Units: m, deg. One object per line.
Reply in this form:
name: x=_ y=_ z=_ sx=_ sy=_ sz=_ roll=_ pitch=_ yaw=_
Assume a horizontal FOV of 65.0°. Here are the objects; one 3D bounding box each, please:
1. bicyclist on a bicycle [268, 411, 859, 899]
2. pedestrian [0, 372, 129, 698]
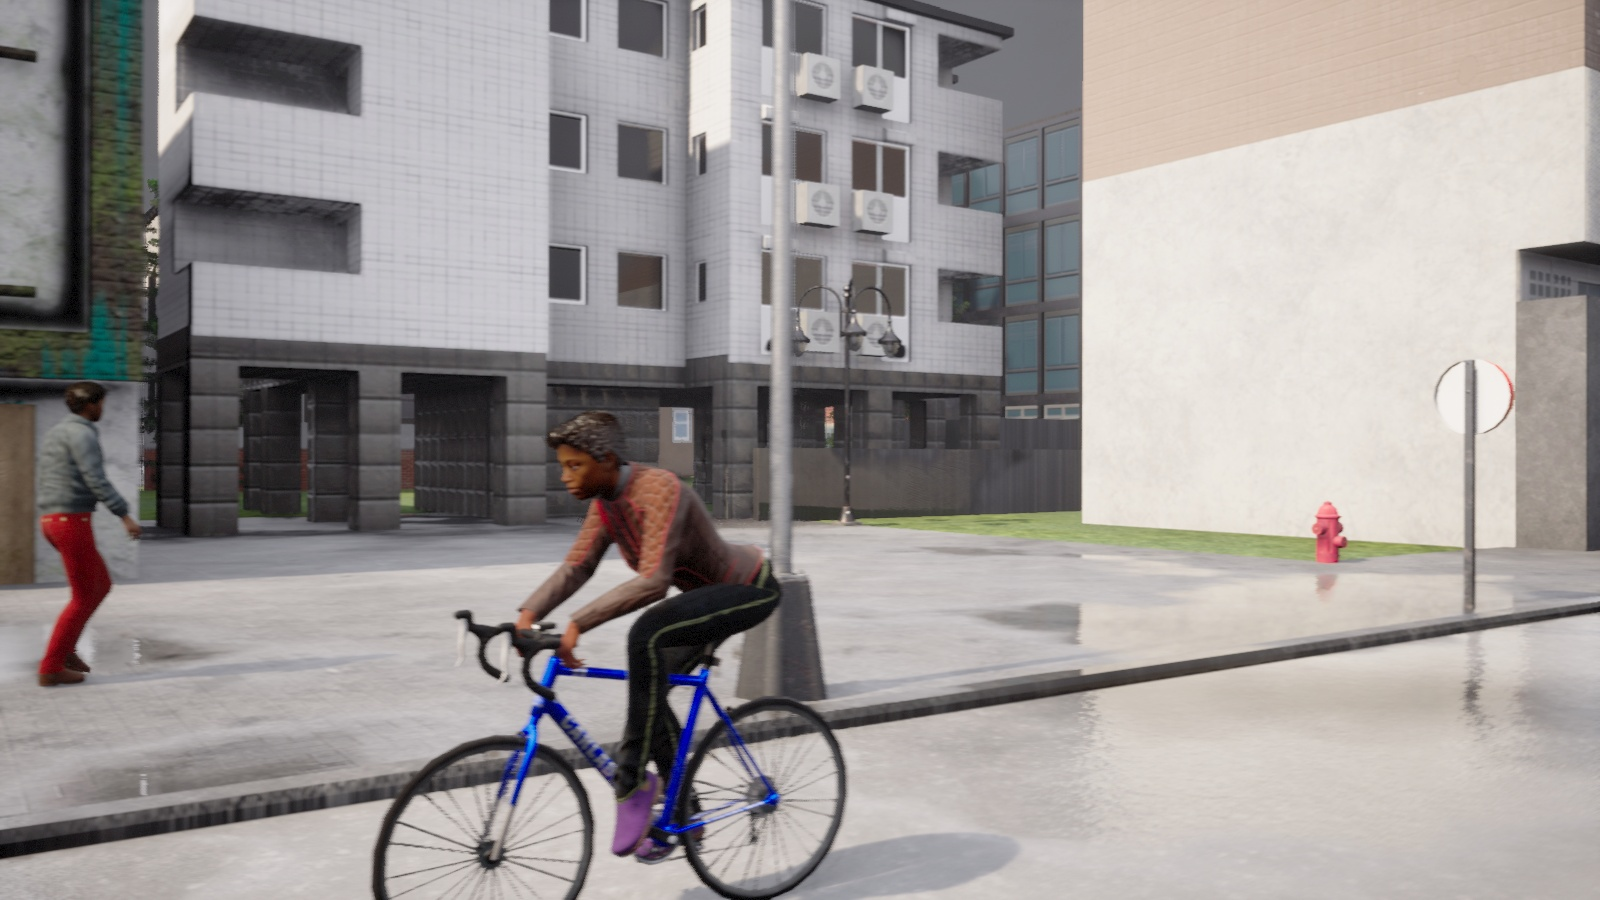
bicyclist on a bicycle: x=-0.663 y=0.708 z=3.807 sx=1.656 sy=1.620 sz=0.582 roll=0 pitch=0 yaw=-35
pedestrian: x=-4.385 y=0.482 z=7.456 sx=0.353 sy=1.847 sz=0.614 roll=0 pitch=0 yaw=40
